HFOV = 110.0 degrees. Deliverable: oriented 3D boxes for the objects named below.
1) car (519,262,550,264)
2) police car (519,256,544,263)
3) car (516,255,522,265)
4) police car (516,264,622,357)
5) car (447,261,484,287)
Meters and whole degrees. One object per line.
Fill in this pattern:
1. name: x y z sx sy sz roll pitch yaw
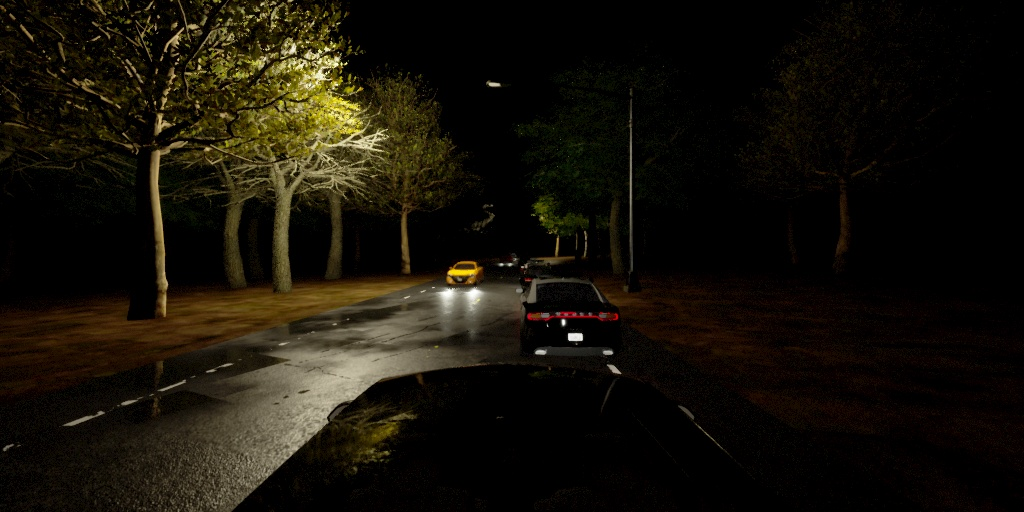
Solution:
1. car: 1.399 1.215 18.498 1.812 1.442 4.674 0 0 2
2. police car: 1.658 1.058 24.585 1.930 1.638 5.238 0 1 3
3. car: 1.802 0.836 50.144 1.837 1.490 4.892 0 1 2
4. police car: 1.123 1.166 8.670 1.930 1.638 5.238 0 0 1
5. car: -3.019 1.122 23.964 1.882 1.535 5.008 0 1 2
